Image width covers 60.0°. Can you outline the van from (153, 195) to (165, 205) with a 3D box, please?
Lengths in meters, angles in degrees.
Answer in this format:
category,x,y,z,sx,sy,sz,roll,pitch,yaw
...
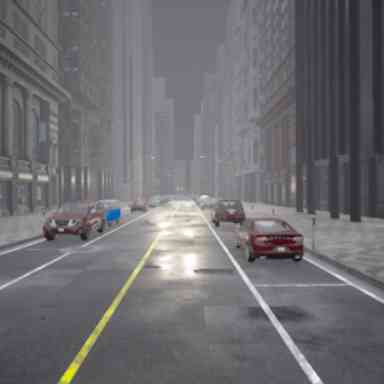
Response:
category,x,y,z,sx,sy,sz,roll,pitch,yaw
van,-6.626,1.630,62.715,1.690,1.788,3.998,0,0,-1

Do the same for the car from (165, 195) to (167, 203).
category,x,y,z,sx,sy,sz,roll,pitch,yaw
car,-6.704,1.880,68.350,1.947,1.339,4.313,0,0,-1

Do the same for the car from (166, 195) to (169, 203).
category,x,y,z,sx,sy,sz,roll,pitch,yaw
car,-6.784,1.906,73.986,1.947,1.339,4.313,0,0,-1

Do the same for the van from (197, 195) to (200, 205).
category,x,y,z,sx,sy,sz,roll,pitch,yaw
van,2.058,1.535,51.576,1.690,1.788,3.998,0,0,-1

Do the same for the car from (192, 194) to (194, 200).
category,x,y,z,sx,sy,sz,roll,pitch,yaw
car,1.580,1.787,85.389,1.967,1.590,4.097,0,0,-1

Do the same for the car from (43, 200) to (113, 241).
category,x,y,z,sx,sy,sz,roll,pitch,yaw
car,-5.987,1.411,17.626,2.192,1.841,5.009,0,0,-1

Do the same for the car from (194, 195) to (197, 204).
category,x,y,z,sx,sy,sz,roll,pitch,yaw
car,1.899,1.685,62.847,1.967,1.590,4.097,0,0,-1

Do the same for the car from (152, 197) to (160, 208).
category,x,y,z,sx,sy,sz,roll,pitch,yaw
car,-6.464,1.804,51.441,1.947,1.339,4.313,0,0,-1

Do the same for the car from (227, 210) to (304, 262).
category,x,y,z,sx,sy,sz,roll,pitch,yaw
car,2.619,1.575,12.126,1.887,1.381,4.507,0,0,-1

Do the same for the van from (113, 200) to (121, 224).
category,x,y,z,sx,sy,sz,roll,pitch,yaw
van,-6.067,1.459,23.262,1.690,1.788,3.998,0,0,-1

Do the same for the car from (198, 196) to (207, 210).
category,x,y,z,sx,sy,sz,roll,pitch,yaw
car,2.137,1.694,46.110,1.752,1.417,4.829,0,0,-1

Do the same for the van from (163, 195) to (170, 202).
category,x,y,z,sx,sy,sz,roll,pitch,yaw
van,-7.025,1.758,90.895,1.690,1.788,3.998,0,0,-1

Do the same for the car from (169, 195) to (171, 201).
category,x,y,z,sx,sy,sz,roll,pitch,yaw
car,-6.866,1.681,79.623,2.192,1.841,5.009,0,0,-1

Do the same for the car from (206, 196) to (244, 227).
category,x,y,z,sx,sy,sz,roll,pitch,yaw
car,2.457,1.388,23.398,2.192,1.841,5.009,0,0,-1

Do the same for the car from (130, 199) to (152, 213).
category,x,y,z,sx,sy,sz,roll,pitch,yaw
car,-6.305,1.733,40.170,1.887,1.381,4.507,0,0,-1
